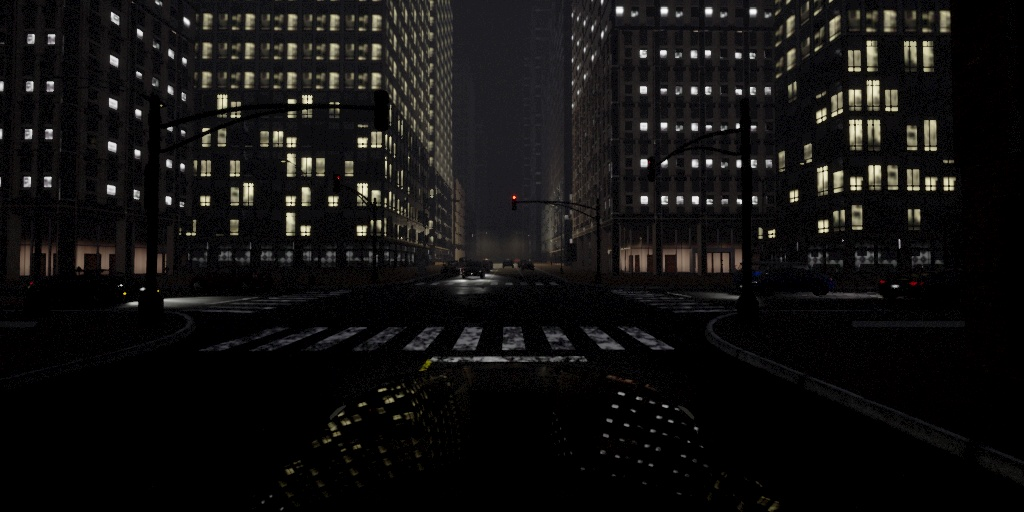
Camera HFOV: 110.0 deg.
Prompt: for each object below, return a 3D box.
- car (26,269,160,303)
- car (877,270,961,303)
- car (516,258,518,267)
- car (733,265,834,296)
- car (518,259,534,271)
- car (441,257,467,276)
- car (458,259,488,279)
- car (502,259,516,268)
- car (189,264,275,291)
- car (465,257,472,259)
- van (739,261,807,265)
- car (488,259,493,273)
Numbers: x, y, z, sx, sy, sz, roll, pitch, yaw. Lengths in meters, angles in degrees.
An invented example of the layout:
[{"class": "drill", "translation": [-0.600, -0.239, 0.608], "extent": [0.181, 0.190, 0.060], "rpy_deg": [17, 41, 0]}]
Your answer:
[{"class": "car", "translation": [-18.131, 1.264, 15.662], "extent": [4.181, 1.385, 1.994], "rpy_deg": [0, -1, 0]}, {"class": "car", "translation": [19.122, 1.326, 16.046], "extent": [4.181, 1.385, 1.994], "rpy_deg": [0, -1, -1]}, {"class": "car", "translation": [1.957, 1.298, 59.664], "extent": [1.751, 1.417, 4.829], "rpy_deg": [0, 0, -1]}, {"class": "car", "translation": [14.536, 1.342, 19.192], "extent": [4.674, 1.442, 1.812], "rpy_deg": [0, -1, -2]}, {"class": "car", "translation": [2.100, 1.350, 48.339], "extent": [1.802, 1.307, 4.207], "rpy_deg": [0, 0, -1]}, {"class": "car", "translation": [-6.137, 1.203, 37.021], "extent": [1.967, 1.591, 4.097], "rpy_deg": [0, 0, -1]}, {"class": "car", "translation": [-3.498, 1.266, 33.206], "extent": [1.837, 1.490, 4.892], "rpy_deg": [0, 0, -1]}, {"class": "car", "translation": [-0.658, 1.263, 61.409], "extent": [2.128, 1.511, 4.902], "rpy_deg": [0, 0, -1]}, {"class": "car", "translation": [-16.742, 1.255, 21.448], "extent": [4.097, 1.591, 1.967], "rpy_deg": [0, 0, -1]}, {"class": "car", "translation": [-6.279, 1.082, 48.170], "extent": [2.192, 1.841, 5.009], "rpy_deg": [0, 0, -1]}, {"class": "van", "translation": [15.730, 1.210, 21.787], "extent": [3.998, 1.789, 1.690], "rpy_deg": [0, 0, -1]}, {"class": "car", "translation": [-3.626, 1.367, 43.424], "extent": [1.895, 1.301, 4.718], "rpy_deg": [0, 0, -1]}]
